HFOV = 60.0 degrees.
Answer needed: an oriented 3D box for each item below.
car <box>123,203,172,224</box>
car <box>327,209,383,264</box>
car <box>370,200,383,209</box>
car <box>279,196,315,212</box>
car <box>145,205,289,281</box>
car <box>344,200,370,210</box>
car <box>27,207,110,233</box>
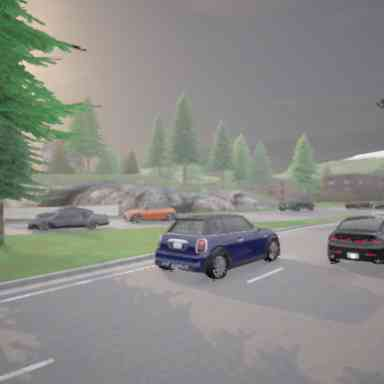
[{"bbox_3d":[-3.693,1.782,29.160,4.553,1.767,2.097,-1,-1,-22],"label":"car"},{"bbox_3d":[6.124,1.544,11.242,1.837,1.490,4.892,-2,-1,41],"label":"car"},{"bbox_3d":[25.540,1.660,43.284,4.181,1.385,1.994,0,-1,-36],"label":"car"},{"bbox_3d":[13.617,1.521,43.147,5.566,2.045,2.150,-1,-1,-37],"label":"car"},{"bbox_3d":[1.006,1.473,10.664,2.097,1.767,4.553,-2,-1,41],"label":"car"},{"bbox_3d":[22.947,1.772,45.721,4.718,1.301,1.895,0,-1,-37],"label":"car"},{"bbox_3d":[-8.601,1.992,23.461,5.357,1.411,2.033,-1,-1,-21],"label":"car"}]
